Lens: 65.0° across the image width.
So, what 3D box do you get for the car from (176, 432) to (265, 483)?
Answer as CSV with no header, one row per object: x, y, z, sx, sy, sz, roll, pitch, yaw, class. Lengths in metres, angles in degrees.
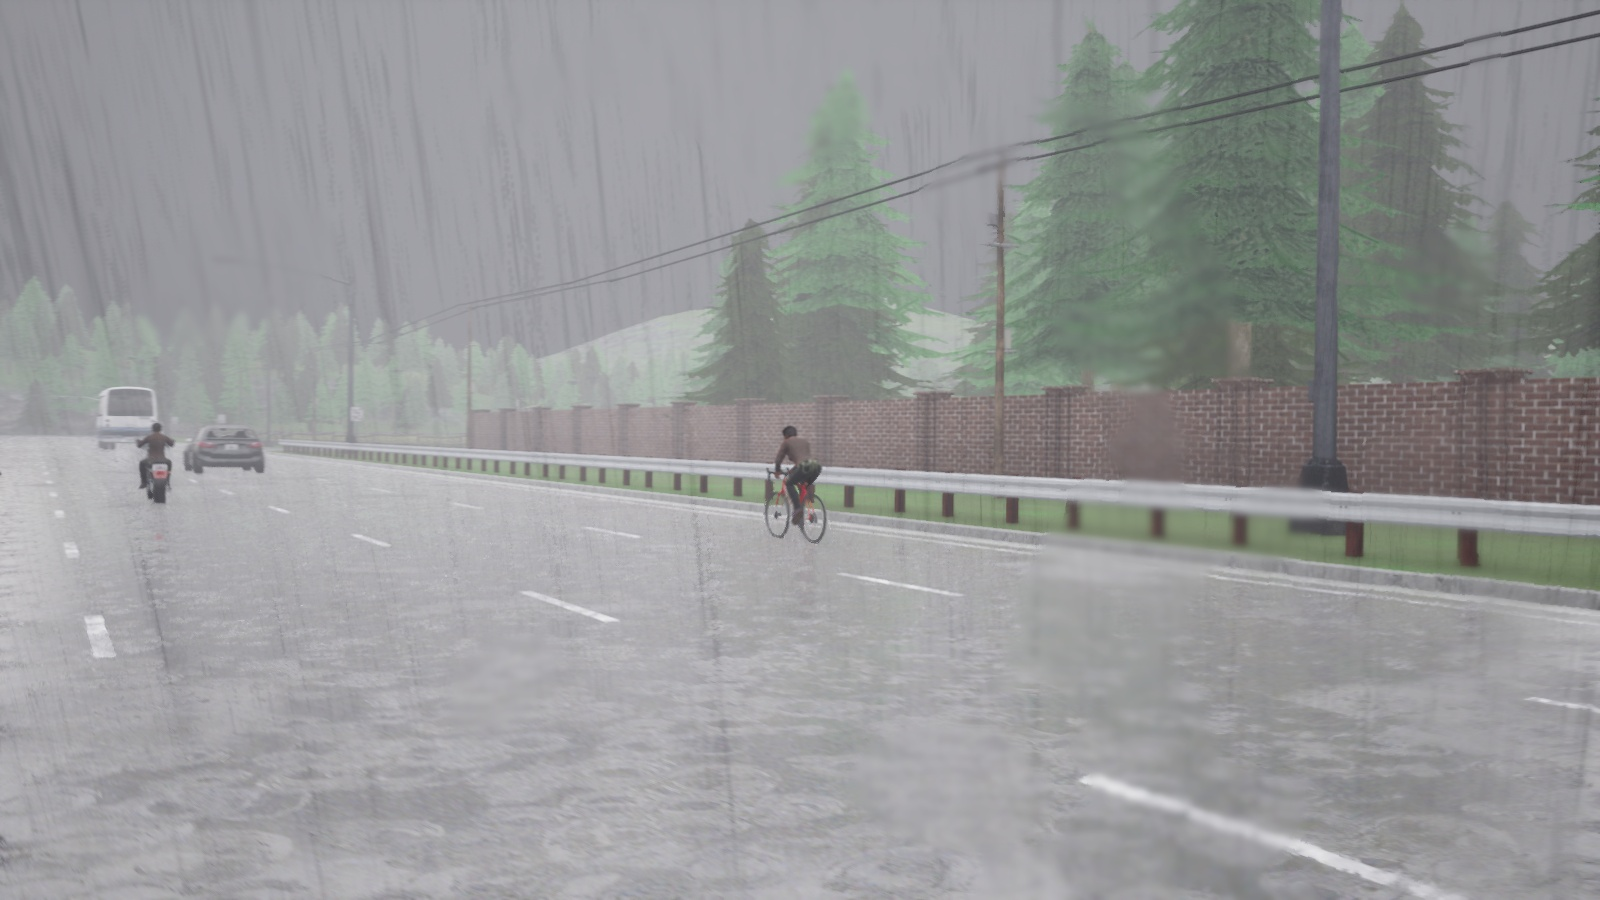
-20.054,0.228,43.339,2.242,1.667,4.611,-1,1,-32,car

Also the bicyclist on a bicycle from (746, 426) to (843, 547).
-0.100,0.490,17.683,0.582,1.620,1.656,-1,0,-32,bicyclist on a bicycle

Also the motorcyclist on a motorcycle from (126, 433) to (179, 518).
-13.196,0.486,25.572,0.766,1.649,2.350,-1,1,-32,motorcyclist on a motorcycle

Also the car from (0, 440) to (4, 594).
-8.824,0.660,11.831,2.163,1.488,4.792,-1,1,-32,car
